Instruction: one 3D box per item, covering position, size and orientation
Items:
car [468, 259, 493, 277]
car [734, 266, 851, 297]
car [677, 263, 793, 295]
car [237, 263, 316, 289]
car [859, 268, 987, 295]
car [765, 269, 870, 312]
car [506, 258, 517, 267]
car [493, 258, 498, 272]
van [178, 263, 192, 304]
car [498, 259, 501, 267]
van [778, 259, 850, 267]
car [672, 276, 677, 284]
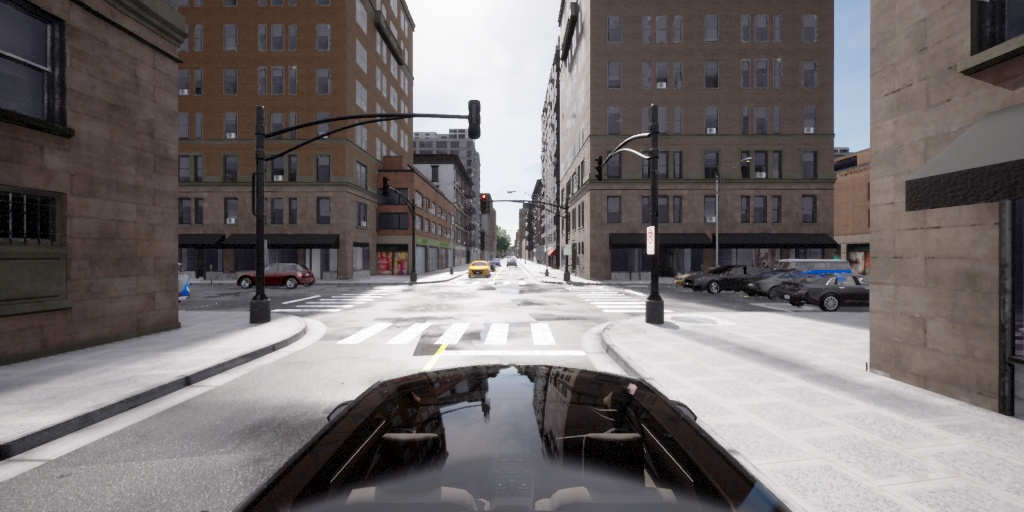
[{"bbox_3d":[-3.123,1.218,34.780,1.882,1.535,5.008,0,0,-1],"label":"car"},{"bbox_3d":[13.098,1.313,16.521,4.181,1.385,1.994,0,0,5],"label":"car"},{"bbox_3d":[11.916,1.248,19.416,4.892,1.490,1.837,0,0,-1],"label":"car"},{"bbox_3d":[-14.617,1.172,22.230,4.097,1.591,1.967,0,0,1],"label":"car"},{"bbox_3d":[21.949,1.346,19.306,4.718,1.301,1.895,0,0,1],"label":"car"},{"bbox_3d":[12.513,1.305,13.441,4.403,1.370,2.007,0,0,1],"label":"car"},{"bbox_3d":[-0.044,1.260,63.714,2.033,1.411,5.357,0,0,0],"label":"car"},{"bbox_3d":[-3.133,1.332,46.343,1.895,1.301,4.718,0,0,0],"label":"car"},{"bbox_3d":[-14.682,1.089,13.704,3.998,1.789,1.690,0,0,1],"label":"van"},{"bbox_3d":[-3.086,1.188,64.916,1.882,1.535,5.008,0,0,0],"label":"car"},{"bbox_3d":[18.247,1.081,21.911,3.998,1.789,1.690,0,0,1],"label":"van"},{"bbox_3d":[12.408,1.264,21.968,4.829,1.417,1.751,0,0,1],"label":"car"}]
